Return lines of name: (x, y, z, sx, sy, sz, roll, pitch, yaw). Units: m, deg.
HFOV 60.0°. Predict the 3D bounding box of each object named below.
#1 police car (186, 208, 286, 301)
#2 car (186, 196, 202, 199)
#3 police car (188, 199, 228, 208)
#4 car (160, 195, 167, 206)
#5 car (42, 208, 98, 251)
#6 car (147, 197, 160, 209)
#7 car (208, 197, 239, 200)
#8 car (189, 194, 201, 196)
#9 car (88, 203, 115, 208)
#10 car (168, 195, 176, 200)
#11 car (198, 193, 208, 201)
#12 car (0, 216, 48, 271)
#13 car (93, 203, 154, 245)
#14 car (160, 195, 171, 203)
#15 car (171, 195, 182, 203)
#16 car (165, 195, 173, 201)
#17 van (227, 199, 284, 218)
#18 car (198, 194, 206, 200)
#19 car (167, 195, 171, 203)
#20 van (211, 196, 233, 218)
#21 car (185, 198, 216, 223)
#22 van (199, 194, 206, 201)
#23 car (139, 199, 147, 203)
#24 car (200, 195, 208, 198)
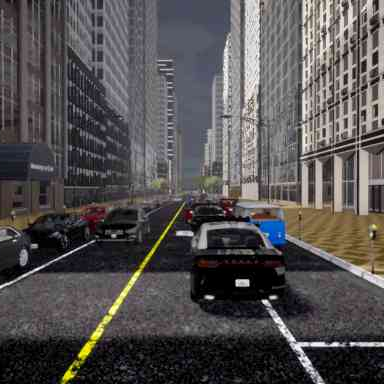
police car: (0.903, 1.423, 8.532, 1.930, 1.638, 5.238, 0, 0, 0)
car: (0.039, 1.590, 46.005, 1.895, 1.301, 4.718, 0, 0, 1)
police car: (0.909, 1.421, 18.533, 1.930, 1.638, 5.238, 0, 0, 0)
car: (-5.671, 1.538, 53.865, 2.008, 1.369, 4.403, -1, 0, 0)
car: (-5.691, 1.563, 14.080, 1.947, 1.339, 4.313, -1, 0, 0)
car: (-5.677, 1.541, 42.498, 2.008, 1.369, 4.403, -1, 0, 0)
car: (2.693, 1.309, 25.443, 2.192, 1.841, 5.009, -1, 0, 0)
car: (0.030, 1.337, 59.406, 2.097, 1.767, 4.553, 0, 0, 0)
car: (-5.688, 1.540, 19.764, 1.887, 1.381, 4.507, -1, 0, 0)
car: (-5.650, 1.540, 93.651, 1.947, 1.339, 4.313, -1, 0, 0)
car: (2.722, 1.293, 82.280, 2.192, 1.841, 5.009, -1, 0, 0)
car: (-5.694, 1.549, 8.396, 2.008, 1.369, 4.403, -1, 0, 0)
car: (-3.094, 1.501, 15.616, 1.837, 1.490, 4.892, 0, 0, 0)
car: (-5.663, 1.422, 70.916, 1.967, 1.590, 4.097, -1, 0, 0)
car: (-2.965, 1.584, 67.004, 1.895, 1.301, 4.718, 0, 0, 0)
car: (-5.656, 1.504, 82.114, 1.752, 1.417, 4.829, -1, 0, 0)
van: (2.687, 1.338, 14.076, 1.690, 1.788, 3.998, -1, 0, 0)
car: (2.729, 1.414, 93.647, 1.967, 1.590, 4.097, -1, 0, 0)
car: (-5.665, 1.566, 65.232, 1.802, 1.307, 4.206, -1, 0, 0)
van: (2.696, 1.334, 31.127, 1.690, 1.788, 3.998, -1, 0, 0)
car: (0.655, 1.472, 24.522, 1.882, 1.535, 5.008, 0, 0, 7)
van: (2.725, 1.317, 87.963, 1.690, 1.788, 3.998, -1, 0, 0)
car: (-5.682, 1.575, 31.131, 1.802, 1.307, 4.206, -1, 0, 0)
car: (2.710, 1.538, 53.861, 2.008, 1.369, 4.403, -1, 0, 0)
